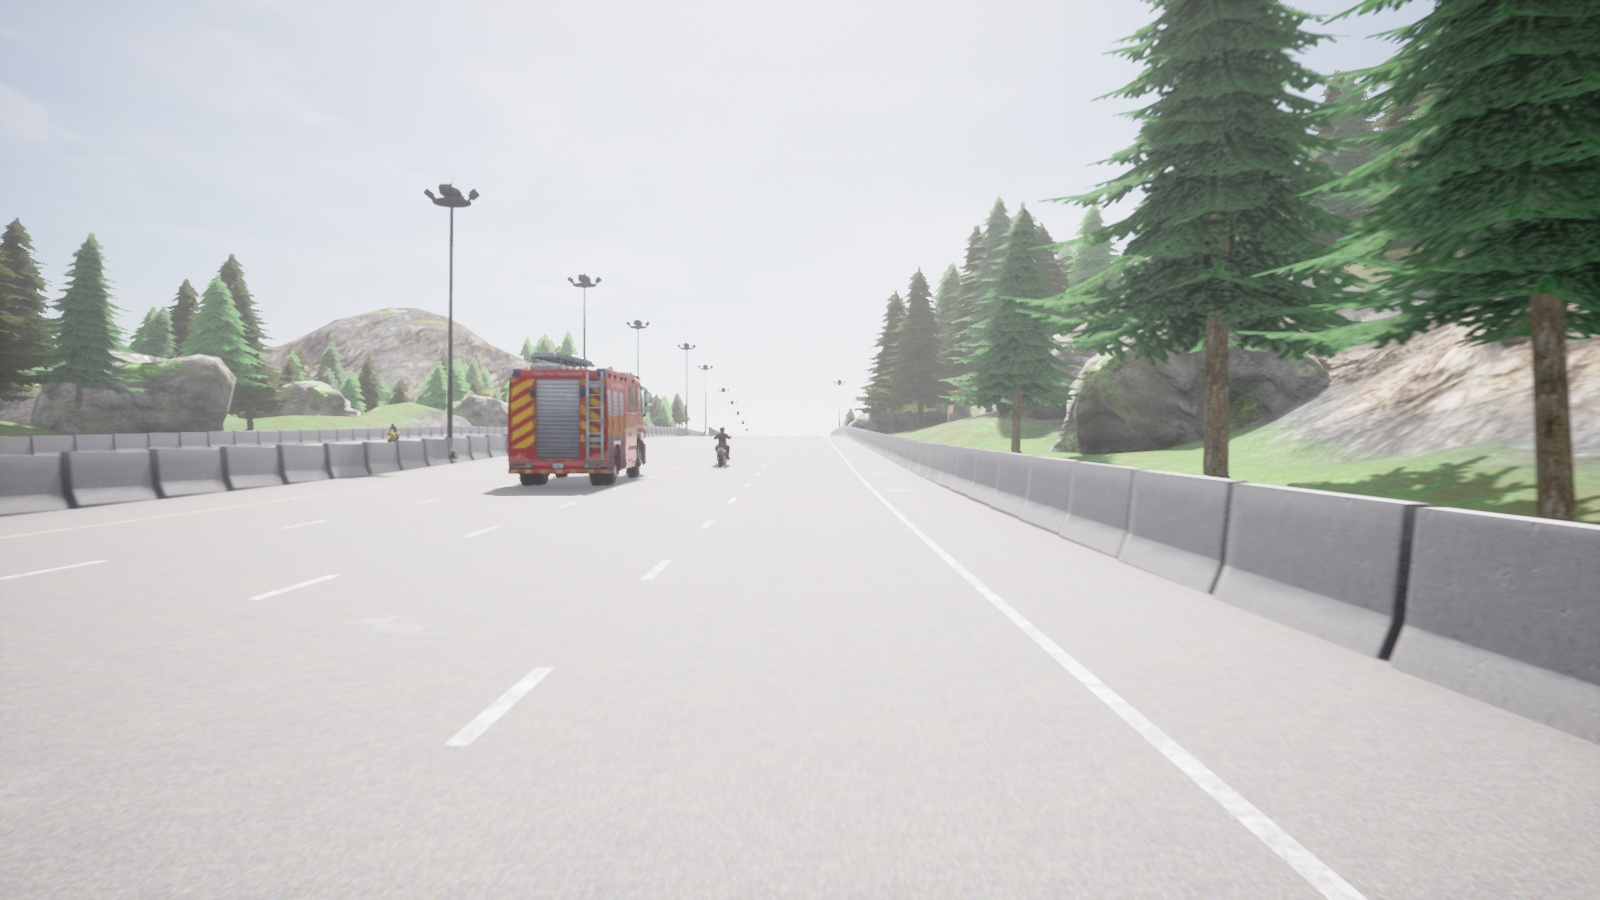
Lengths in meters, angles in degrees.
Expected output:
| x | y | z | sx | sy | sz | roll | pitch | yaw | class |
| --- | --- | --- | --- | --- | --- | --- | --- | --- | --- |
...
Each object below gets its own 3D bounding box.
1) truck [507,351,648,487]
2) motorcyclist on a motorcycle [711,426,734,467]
| x | y | z | sx | sy | sz | roll | pitch | yaw | class |
| --- | --- | --- | --- | --- | --- | --- | --- | --- | --- |
| -6.758 | -0.959 | 39.504 | 2.891 | 3.827 | 8.468 | 0 | 1 | 0 | truck |
| -3.188 | -0.154 | 51.805 | 0.766 | 1.649 | 2.350 | 0 | 1 | 0 | motorcyclist on a motorcycle |
